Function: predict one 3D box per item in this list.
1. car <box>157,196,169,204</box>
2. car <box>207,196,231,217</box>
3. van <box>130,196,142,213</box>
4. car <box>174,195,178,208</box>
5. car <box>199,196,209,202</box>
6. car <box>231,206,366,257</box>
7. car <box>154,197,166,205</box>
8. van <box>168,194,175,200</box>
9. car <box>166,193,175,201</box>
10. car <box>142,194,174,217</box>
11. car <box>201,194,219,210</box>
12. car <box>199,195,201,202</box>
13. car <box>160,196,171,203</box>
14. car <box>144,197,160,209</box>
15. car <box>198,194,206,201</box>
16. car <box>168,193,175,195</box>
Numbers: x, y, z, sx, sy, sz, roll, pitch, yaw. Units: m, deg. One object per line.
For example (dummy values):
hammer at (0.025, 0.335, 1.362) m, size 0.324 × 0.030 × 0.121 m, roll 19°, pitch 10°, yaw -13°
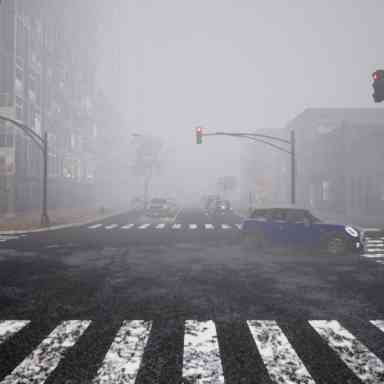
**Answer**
car at (-5.678, 1.572, 65.028) m, size 1.947 × 1.339 × 4.313 m, roll 1°, pitch 0°, yaw 0°
car at (2.705, 1.444, 31.023) m, size 1.967 × 1.590 × 4.097 m, roll 1°, pitch 0°, yaw 0°
van at (-5.673, 1.346, 36.658) m, size 1.690 × 1.788 × 3.998 m, roll 1°, pitch 0°, yaw 0°
car at (-3.094, 1.552, 49.429) m, size 2.033 × 1.411 × 5.357 m, roll 0°, pitch 0°, yaw 0°
car at (2.702, 1.572, 76.415) m, size 1.947 × 1.339 × 4.313 m, roll 1°, pitch 0°, yaw 0°
car at (4.135, 1.343, 12.840) m, size 4.553 × 1.767 × 2.097 m, roll -1°, pitch 0°, yaw 30°
car at (-5.678, 1.587, 59.354) m, size 1.802 × 1.307 × 4.206 m, roll 1°, pitch 0°, yaw 0°
van at (-5.674, 1.347, 93.398) m, size 1.690 × 1.788 × 3.998 m, roll 1°, pitch 0°, yaw 0°
car at (-5.673, 1.321, 87.724) m, size 2.192 × 1.841 × 5.009 m, roll 1°, pitch 0°, yaw 0°
car at (-3.100, 1.356, 31.181) m, size 2.097 × 1.767 × 4.553 m, roll 0°, pitch 0°, yaw 0°
car at (2.707, 1.320, 42.371) m, size 2.192 × 1.841 × 5.009 m, roll 1°, pitch 0°, yaw 0°
car at (2.707, 1.321, 65.067) m, size 2.192 × 1.841 × 5.009 m, roll 1°, pitch 0°, yaw 0°
car at (-5.678, 1.572, 70.702) m, size 1.947 × 1.339 × 4.313 m, roll 1°, pitch 0°, yaw 0°
car at (-5.677, 1.530, 47.836) m, size 1.752 × 1.417 × 4.829 m, roll 1°, pitch 0°, yaw 0°
car at (2.704, 1.446, 87.762) m, size 1.967 × 1.590 × 4.097 m, roll 1°, pitch 0°, yaw 0°
car at (-5.677, 1.557, 82.050) m, size 2.008 × 1.369 × 4.403 m, roll 1°, pitch 0°, yaw 0°
